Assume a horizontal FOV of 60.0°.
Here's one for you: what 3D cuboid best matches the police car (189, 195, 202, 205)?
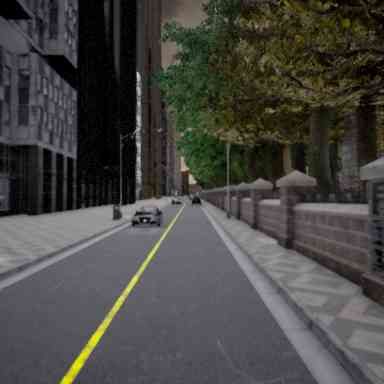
[{"bbox_3d":[0.898,1.737,65.675,1.930,1.638,5.238,0,0,0],"label":"police car"}]

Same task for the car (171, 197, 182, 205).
[{"bbox_3d":[-3.015,1.784,64.471,1.882,1.535,5.008,0,0,0],"label":"car"}]

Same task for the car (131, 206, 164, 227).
[{"bbox_3d":[-3.098,1.700,23.868,1.994,1.385,4.181,0,0,0],"label":"car"}]
